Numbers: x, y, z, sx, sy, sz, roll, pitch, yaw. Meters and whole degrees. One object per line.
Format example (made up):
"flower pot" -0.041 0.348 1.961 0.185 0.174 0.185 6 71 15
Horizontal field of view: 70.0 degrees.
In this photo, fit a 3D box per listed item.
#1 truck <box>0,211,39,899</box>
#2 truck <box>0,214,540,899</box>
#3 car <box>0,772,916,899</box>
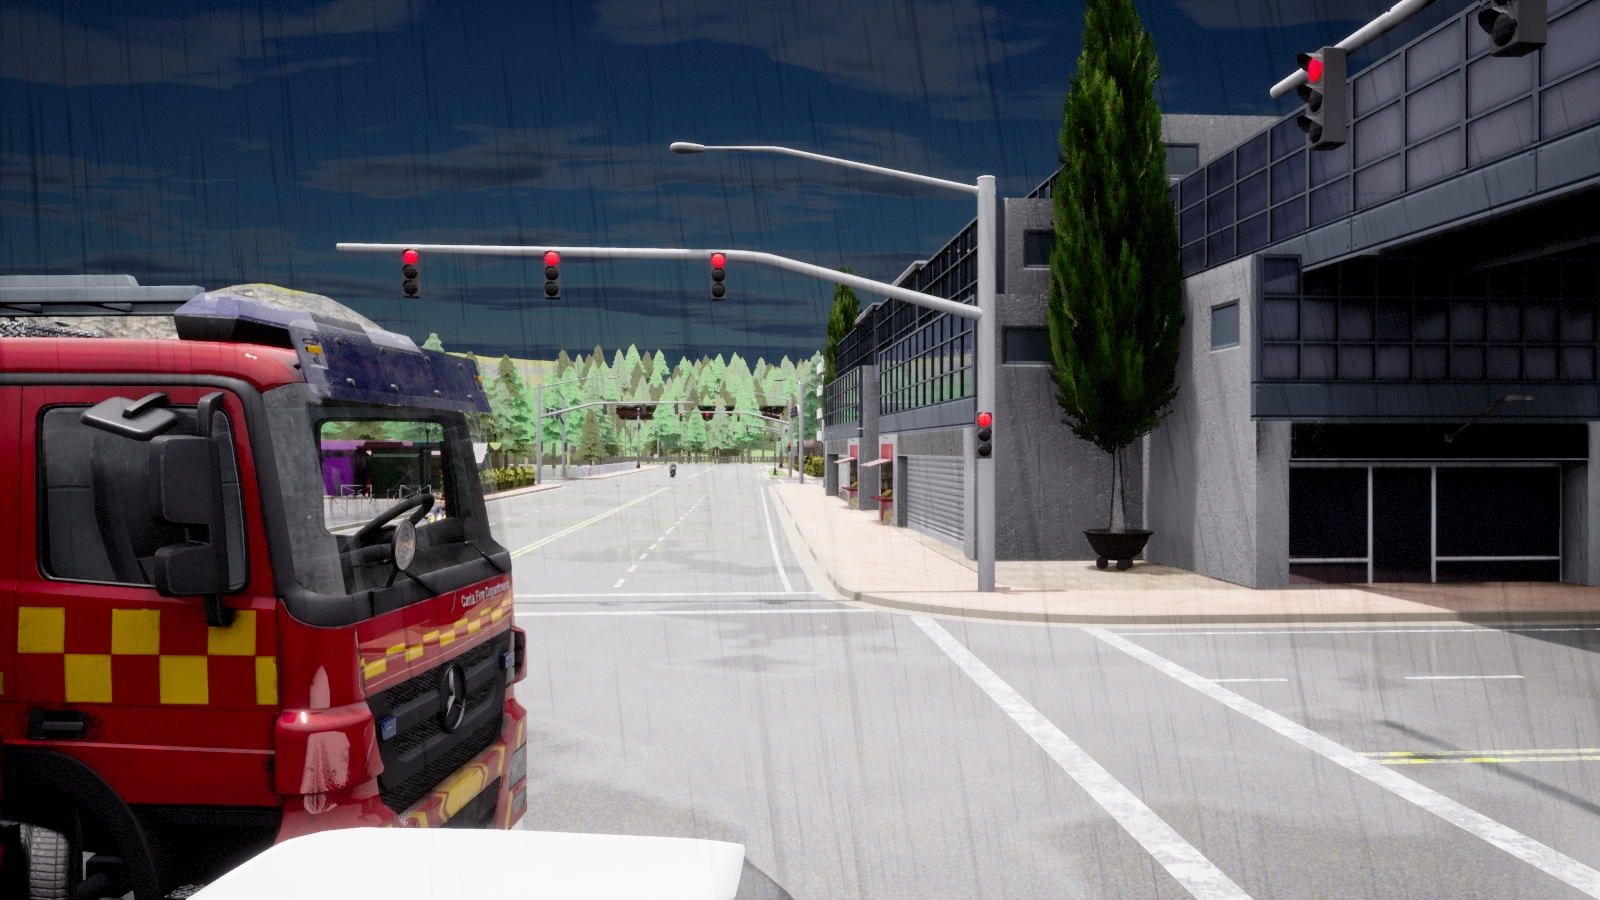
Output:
"truck" -7.587 0.890 3.490 8.468 3.827 2.891 0 0 -3
"truck" -6.102 0.890 6.659 8.468 3.827 2.891 0 0 4
"car" -1.549 2.065 3.579 3.806 1.475 1.970 0 0 5
